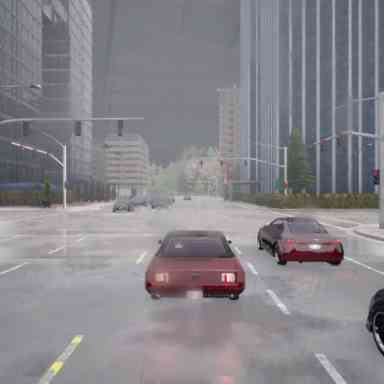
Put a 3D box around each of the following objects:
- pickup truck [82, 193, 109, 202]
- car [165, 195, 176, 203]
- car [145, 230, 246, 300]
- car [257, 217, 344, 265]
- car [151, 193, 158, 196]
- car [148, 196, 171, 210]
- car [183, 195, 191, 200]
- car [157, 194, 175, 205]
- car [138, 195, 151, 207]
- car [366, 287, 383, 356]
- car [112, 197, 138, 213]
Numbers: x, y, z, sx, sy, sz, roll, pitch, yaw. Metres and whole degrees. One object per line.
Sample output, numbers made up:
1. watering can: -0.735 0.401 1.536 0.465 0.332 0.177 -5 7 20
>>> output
1. pickup truck: -21.167 1.058 73.386 2.390 2.098 6.274 0 0 30
2. car: -4.484 1.492 69.174 2.128 1.511 4.902 0 0 -1
3. car: 0.074 1.601 8.329 1.895 1.301 4.718 0 0 0
4. car: 3.581 1.564 11.686 1.994 1.385 4.181 0 0 0
5. car: -7.947 1.492 62.634 2.128 1.511 4.902 0 0 0
6. car: -4.193 1.564 43.670 1.994 1.385 4.181 0 0 -1
7. car: -1.259 1.552 88.602 1.994 1.385 4.181 0 0 -1
8. car: -4.375 1.502 55.765 1.837 1.490 4.892 0 1 -1
9. car: -7.803 1.505 49.979 1.837 1.490 4.892 0 0 -1
10. car: 3.609 1.564 3.275 1.994 1.385 4.181 0 0 -1
11. car: -7.559 1.507 37.018 1.837 1.490 4.892 0 -1 -1
